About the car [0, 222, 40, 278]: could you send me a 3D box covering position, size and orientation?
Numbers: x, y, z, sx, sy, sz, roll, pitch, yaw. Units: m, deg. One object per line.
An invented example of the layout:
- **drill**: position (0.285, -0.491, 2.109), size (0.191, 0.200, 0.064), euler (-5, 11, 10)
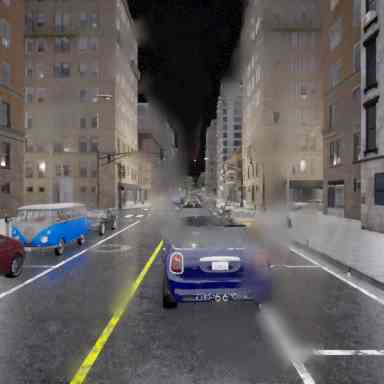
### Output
- **car**: position (-5.371, 1.582, 7.511), size (1.802, 1.307, 4.206), euler (0, 0, 0)

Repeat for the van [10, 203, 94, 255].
- **van**: position (-5.354, 1.341, 12.917), size (1.690, 1.788, 3.998), euler (0, 0, 0)

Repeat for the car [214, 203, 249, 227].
- **car**: position (2.709, 1.551, 23.707), size (2.008, 1.369, 4.403), euler (0, 0, 0)

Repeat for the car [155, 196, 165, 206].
- **car**: position (-5.221, 1.526, 56.117), size (1.752, 1.417, 4.829), euler (0, 0, 0)

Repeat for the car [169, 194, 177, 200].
- **car**: position (-5.118, 1.433, 90.374), size (1.967, 1.590, 4.097), euler (0, 0, 0)

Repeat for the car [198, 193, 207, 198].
- **car**: position (2.856, 1.437, 73.309), size (1.967, 1.590, 4.097), euler (0, 0, 0)

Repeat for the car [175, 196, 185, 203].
- **car**: position (-2.540, 1.522, 70.556), size (1.812, 1.442, 4.674), euler (0, 0, 0)

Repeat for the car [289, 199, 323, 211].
- **car**: position (13.705, 1.517, 38.313), size (4.718, 1.301, 1.895), euler (0, 0, 0)

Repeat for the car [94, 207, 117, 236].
- **car**: position (-5.336, 1.551, 18.324), size (2.008, 1.369, 4.403), euler (0, 0, 0)

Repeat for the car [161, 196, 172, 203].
- **car**: position (-5.186, 1.564, 67.649), size (1.947, 1.339, 4.313), euler (0, 0, 0)

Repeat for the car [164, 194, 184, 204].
- **car**: position (-2.692, 1.478, 50.462), size (1.882, 1.535, 5.008), euler (0, 0, 0)

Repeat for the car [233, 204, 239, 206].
- **car**: position (2.698, 1.525, 18.471), size (1.752, 1.417, 4.829), euler (0, 0, 0)

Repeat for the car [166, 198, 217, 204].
- **car**: position (0.123, 1.352, 15.390), size (2.097, 1.767, 4.553), euler (0, 0, 0)

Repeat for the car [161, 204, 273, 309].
- **car**: position (0.328, 1.352, 8.123), size (2.097, 1.767, 4.553), euler (0, 0, -5)

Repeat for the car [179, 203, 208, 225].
- **car**: position (0.092, 1.564, 25.052), size (1.994, 1.385, 4.181), euler (0, 0, 0)

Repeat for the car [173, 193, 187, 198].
- **car**: position (-2.641, 1.221, 60.451), size (2.150, 2.045, 5.566), euler (0, 0, 1)

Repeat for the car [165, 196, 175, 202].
- **car**: position (-5.152, 1.547, 79.012), size (2.008, 1.369, 4.403), euler (0, 0, 0)

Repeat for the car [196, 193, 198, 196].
- **car**: position (2.890, 1.309, 84.673), size (2.192, 1.841, 5.009), euler (0, 0, 0)

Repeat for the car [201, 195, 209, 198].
- **car**: position (2.787, 1.551, 50.583), size (2.008, 1.369, 4.403), euler (0, 0, 0)
